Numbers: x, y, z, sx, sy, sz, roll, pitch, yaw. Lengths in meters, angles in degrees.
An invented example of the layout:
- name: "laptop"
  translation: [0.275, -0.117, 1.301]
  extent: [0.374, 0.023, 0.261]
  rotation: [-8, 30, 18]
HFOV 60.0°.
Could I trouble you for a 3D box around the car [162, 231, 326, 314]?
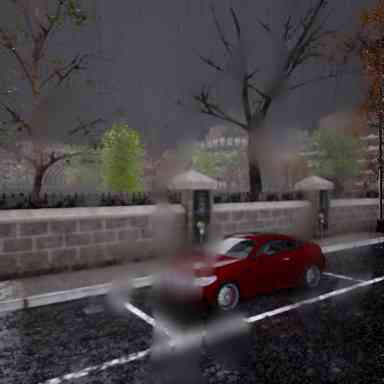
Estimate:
- name: "car"
  translation: [1.333, 1.570, 7.505]
  extent: [4.206, 1.307, 1.802]
  rotation: [0, 0, -35]
